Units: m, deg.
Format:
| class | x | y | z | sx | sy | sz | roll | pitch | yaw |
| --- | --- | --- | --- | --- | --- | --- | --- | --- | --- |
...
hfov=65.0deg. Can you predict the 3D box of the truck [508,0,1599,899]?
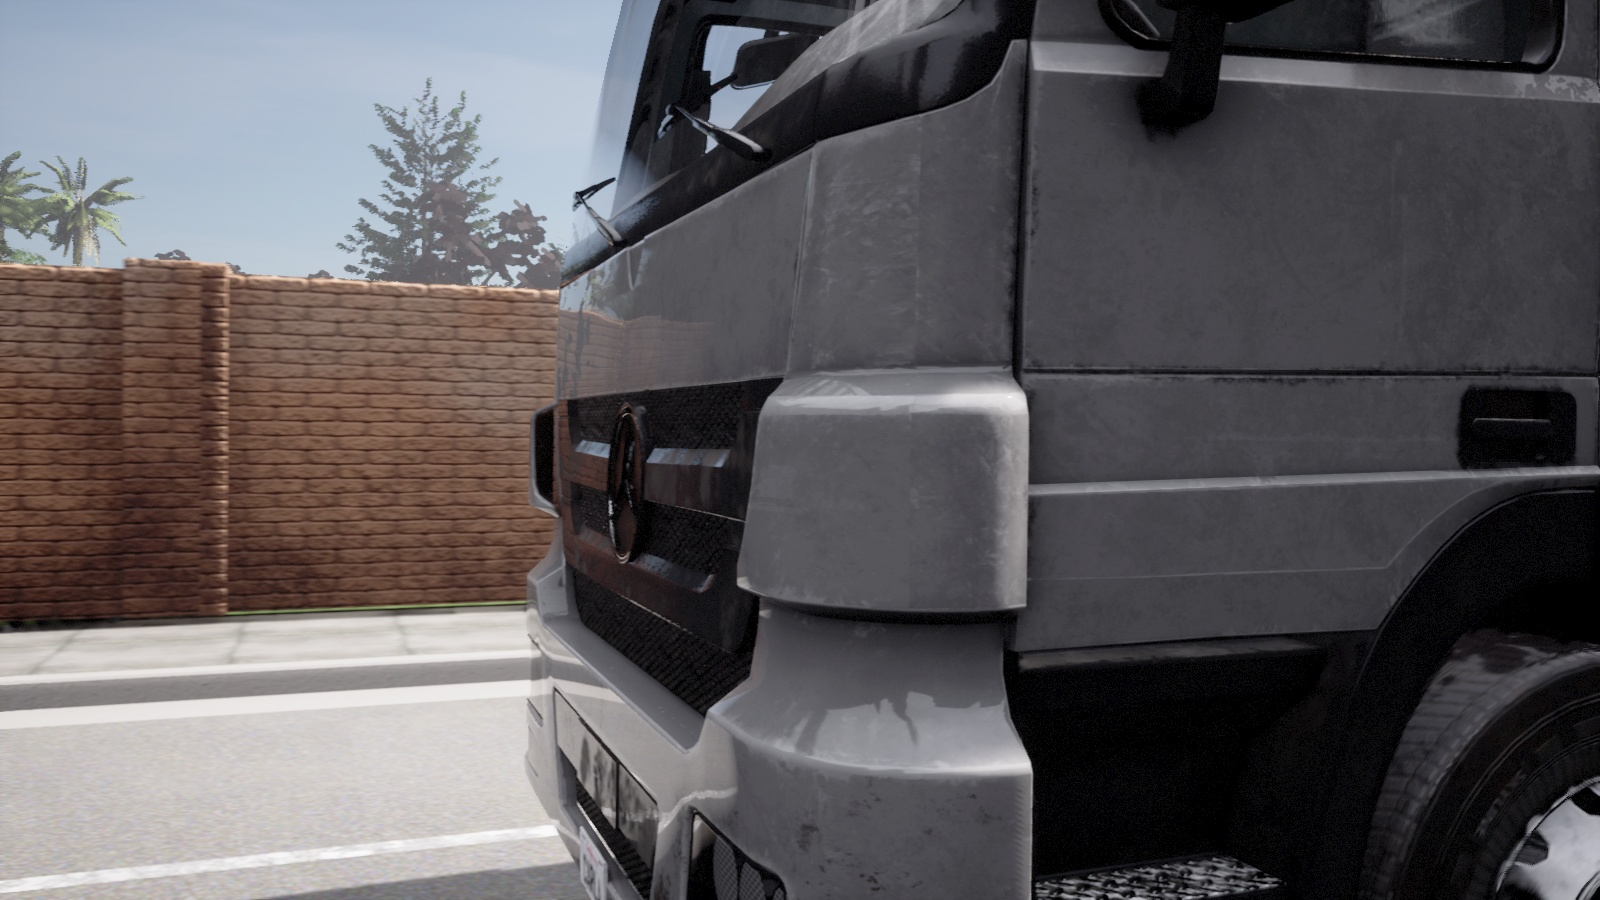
| class | x | y | z | sx | sy | sz | roll | pitch | yaw |
| --- | --- | --- | --- | --- | --- | --- | --- | --- | --- |
| truck | 3.221 | -0.291 | 4.450 | 7.936 | 3.462 | 2.891 | -1 | 1 | -21 |
